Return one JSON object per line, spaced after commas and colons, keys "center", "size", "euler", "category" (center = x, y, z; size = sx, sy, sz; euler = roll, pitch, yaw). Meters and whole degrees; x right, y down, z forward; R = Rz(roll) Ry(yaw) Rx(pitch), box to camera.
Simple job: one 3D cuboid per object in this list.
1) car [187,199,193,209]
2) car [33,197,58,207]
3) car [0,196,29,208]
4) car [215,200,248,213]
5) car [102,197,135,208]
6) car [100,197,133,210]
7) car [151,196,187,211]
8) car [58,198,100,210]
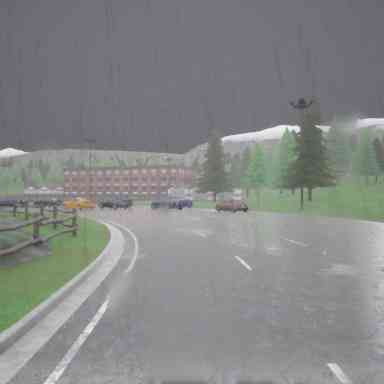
{"center": [-2.046, 1.475, 45.430], "size": [1.882, 1.535, 5.008], "euler": [0, 0, -43], "category": "car"}
{"center": [-21.649, 1.523, 49.966], "size": [4.674, 1.442, 1.812], "euler": [0, 0, 23], "category": "car"}
{"center": [-25.881, 1.350, 47.916], "size": [4.553, 1.767, 2.097], "euler": [0, 0, 20], "category": "car"}
{"center": [4.455, 1.562, 37.753], "size": [1.994, 1.385, 4.181], "euler": [0, 0, -33], "category": "car"}
{"center": [-10.642, 1.503, 48.017], "size": [4.892, 1.490, 1.837], "euler": [0, 0, 37], "category": "car"}
{"center": [-10.222, 1.490, 43.115], "size": [4.902, 1.511, 2.128], "euler": [0, 0, 39], "category": "car"}
{"center": [-3.206, 1.350, 41.610], "size": [2.097, 1.767, 4.553], "euler": [0, 0, -42], "category": "car"}
{"center": [-14.312, 1.476, 41.909], "size": [5.008, 1.535, 1.882], "euler": [0, 0, 36], "category": "car"}
